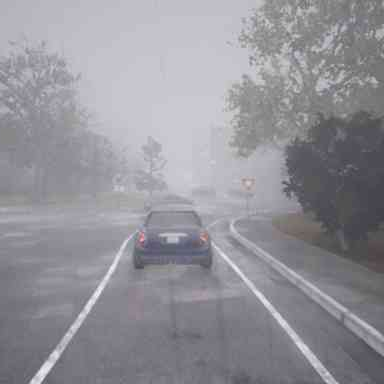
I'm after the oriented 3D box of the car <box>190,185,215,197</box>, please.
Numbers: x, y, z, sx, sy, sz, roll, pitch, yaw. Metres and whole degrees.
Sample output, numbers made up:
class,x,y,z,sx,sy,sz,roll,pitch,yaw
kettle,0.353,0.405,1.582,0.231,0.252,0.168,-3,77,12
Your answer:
class,x,y,z,sx,sy,sz,roll,pitch,yaw
car,1.453,-0.228,49.520,2.097,1.767,4.553,-2,2,-31

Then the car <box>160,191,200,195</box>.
class,x,y,z,sx,sy,sz,roll,pitch,yaw
car,-1.768,0.847,25.819,4.181,1.385,1.994,-2,3,-41

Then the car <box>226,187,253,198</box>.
class,x,y,z,sx,sy,sz,roll,pitch,yaw
car,6.626,0.047,46.710,2.033,1.411,5.357,-1,2,-18

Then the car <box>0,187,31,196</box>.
class,x,y,z,sx,sy,sz,roll,pitch,yaw
car,-27.117,-0.070,51.204,1.994,1.385,4.181,2,2,43

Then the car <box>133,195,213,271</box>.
class,x,y,z,sx,sy,sz,roll,pitch,yaw
car,-0.589,1.174,10.603,2.097,1.767,4.553,0,2,-3
